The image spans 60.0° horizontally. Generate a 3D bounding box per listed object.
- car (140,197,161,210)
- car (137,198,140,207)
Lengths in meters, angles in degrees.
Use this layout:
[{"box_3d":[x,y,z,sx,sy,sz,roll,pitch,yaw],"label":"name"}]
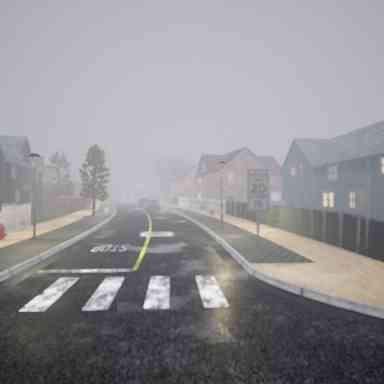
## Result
[{"box_3d":[-5.445,1.661,45.101,2.033,1.411,5.357,0,0,-14],"label":"car"},{"box_3d":[-8.007,1.638,55.265,1.882,1.535,5.008,0,0,-14],"label":"car"}]
